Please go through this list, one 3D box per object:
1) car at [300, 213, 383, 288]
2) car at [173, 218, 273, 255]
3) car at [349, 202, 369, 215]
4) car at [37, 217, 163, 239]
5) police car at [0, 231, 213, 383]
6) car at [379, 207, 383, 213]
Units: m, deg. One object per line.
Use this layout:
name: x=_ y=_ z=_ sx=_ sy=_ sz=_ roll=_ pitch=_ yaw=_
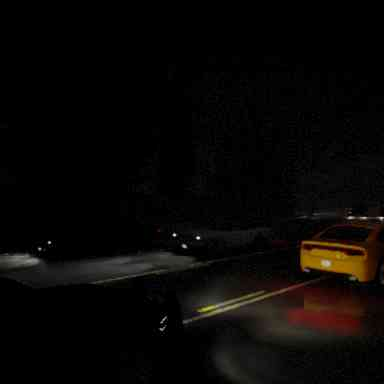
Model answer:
car: x=5.157 y=1.600 z=9.728 sx=5.008 sy=1.535 sz=1.882 roll=0 pitch=-1 yaw=-40
car: x=1.382 y=1.837 z=14.510 sx=4.718 sy=1.301 sz=1.895 roll=0 pitch=-1 yaw=-41
car: x=23.055 y=2.423 z=45.987 sx=2.150 sy=2.045 sz=5.566 roll=0 pitch=-3 yaw=29
car: x=-3.860 y=1.831 z=14.607 sx=5.357 sy=1.411 sz=2.033 roll=0 pitch=-1 yaw=-40
police car: x=-2.393 y=1.508 z=3.336 sx=5.238 sy=1.638 sz=1.930 roll=0 pitch=-1 yaw=-40
car: x=27.269 y=2.831 z=46.484 sx=1.812 sy=1.442 sz=4.674 roll=0 pitch=-3 yaw=28
